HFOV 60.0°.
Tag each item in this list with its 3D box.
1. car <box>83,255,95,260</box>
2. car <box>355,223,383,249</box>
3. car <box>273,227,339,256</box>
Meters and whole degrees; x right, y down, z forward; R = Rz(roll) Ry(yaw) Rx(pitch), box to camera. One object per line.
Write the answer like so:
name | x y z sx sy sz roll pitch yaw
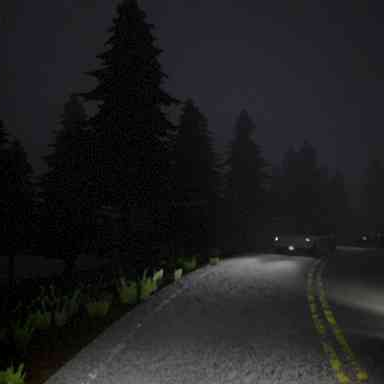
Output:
car | -21.633 14.037 71.932 4.181 1.381 1.994 -2 -6 30
car | 15.255 3.447 26.105 5.566 2.045 2.150 8 -8 -29
car | 5.828 2.400 16.770 1.895 1.301 4.718 -3 -7 38
